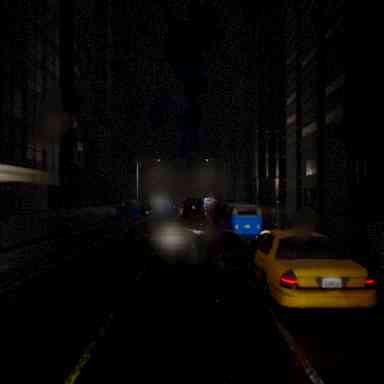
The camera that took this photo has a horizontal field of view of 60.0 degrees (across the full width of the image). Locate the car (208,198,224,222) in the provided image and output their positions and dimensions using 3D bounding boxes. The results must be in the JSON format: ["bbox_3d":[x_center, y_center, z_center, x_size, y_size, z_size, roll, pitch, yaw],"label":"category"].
[{"bbox_3d":[2.845,1.622,29.880,2.192,1.841,5.009,0,-1,0],"label":"car"}]

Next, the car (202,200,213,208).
[{"bbox_3d":[2.932,2.206,63.530,1.887,1.381,4.507,0,-1,0],"label":"car"}]

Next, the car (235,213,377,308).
[{"bbox_3d":[2.376,1.540,8.196,1.801,1.575,5.366,0,-1,0],"label":"car"}]

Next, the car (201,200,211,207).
[{"bbox_3d":[2.947,2.286,69.139,1.947,1.339,4.313,0,-1,0],"label":"car"}]

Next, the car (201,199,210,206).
[{"bbox_3d":[2.961,2.306,74.918,1.752,1.417,4.829,0,-1,0],"label":"car"}]

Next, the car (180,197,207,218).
[{"bbox_3d":[0.158,1.576,34.205,2.150,2.045,5.566,0,-1,0],"label":"car"}]

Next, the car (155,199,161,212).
[{"bbox_3d":[-5.637,2.043,46.716,2.008,1.369,4.403,0,-1,0],"label":"car"}]

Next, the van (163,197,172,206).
[{"bbox_3d":[-5.564,2.129,74.765,1.690,1.788,3.998,0,-1,0],"label":"van"}]

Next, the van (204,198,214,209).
[{"bbox_3d":[2.917,1.943,57.923,1.690,1.788,3.998,0,-1,0],"label":"van"}]

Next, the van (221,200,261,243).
[{"bbox_3d":[2.816,1.532,18.662,1.690,1.788,3.998,0,-1,0],"label":"van"}]

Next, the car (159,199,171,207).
[{"bbox_3d":[-5.579,2.169,69.155,1.967,1.590,4.097,0,-1,0],"label":"car"}]

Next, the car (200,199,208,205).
[{"bbox_3d":[2.976,2.367,80.527,1.752,1.417,4.829,0,-1,0],"label":"car"}]

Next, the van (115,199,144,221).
[{"bbox_3d":[-5.680,1.657,29.891,1.690,1.788,3.998,0,-1,0],"label":"van"}]

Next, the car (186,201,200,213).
[{"bbox_3d":[0.146,1.977,45.371,1.837,1.490,4.892,0,-1,1],"label":"car"}]

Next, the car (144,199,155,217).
[{"bbox_3d":[-5.666,1.690,35.501,2.192,1.841,5.009,0,-1,0],"label":"car"}]

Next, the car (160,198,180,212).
[{"bbox_3d":[-2.879,1.965,45.804,1.882,1.535,5.008,0,-1,0],"label":"car"}]
